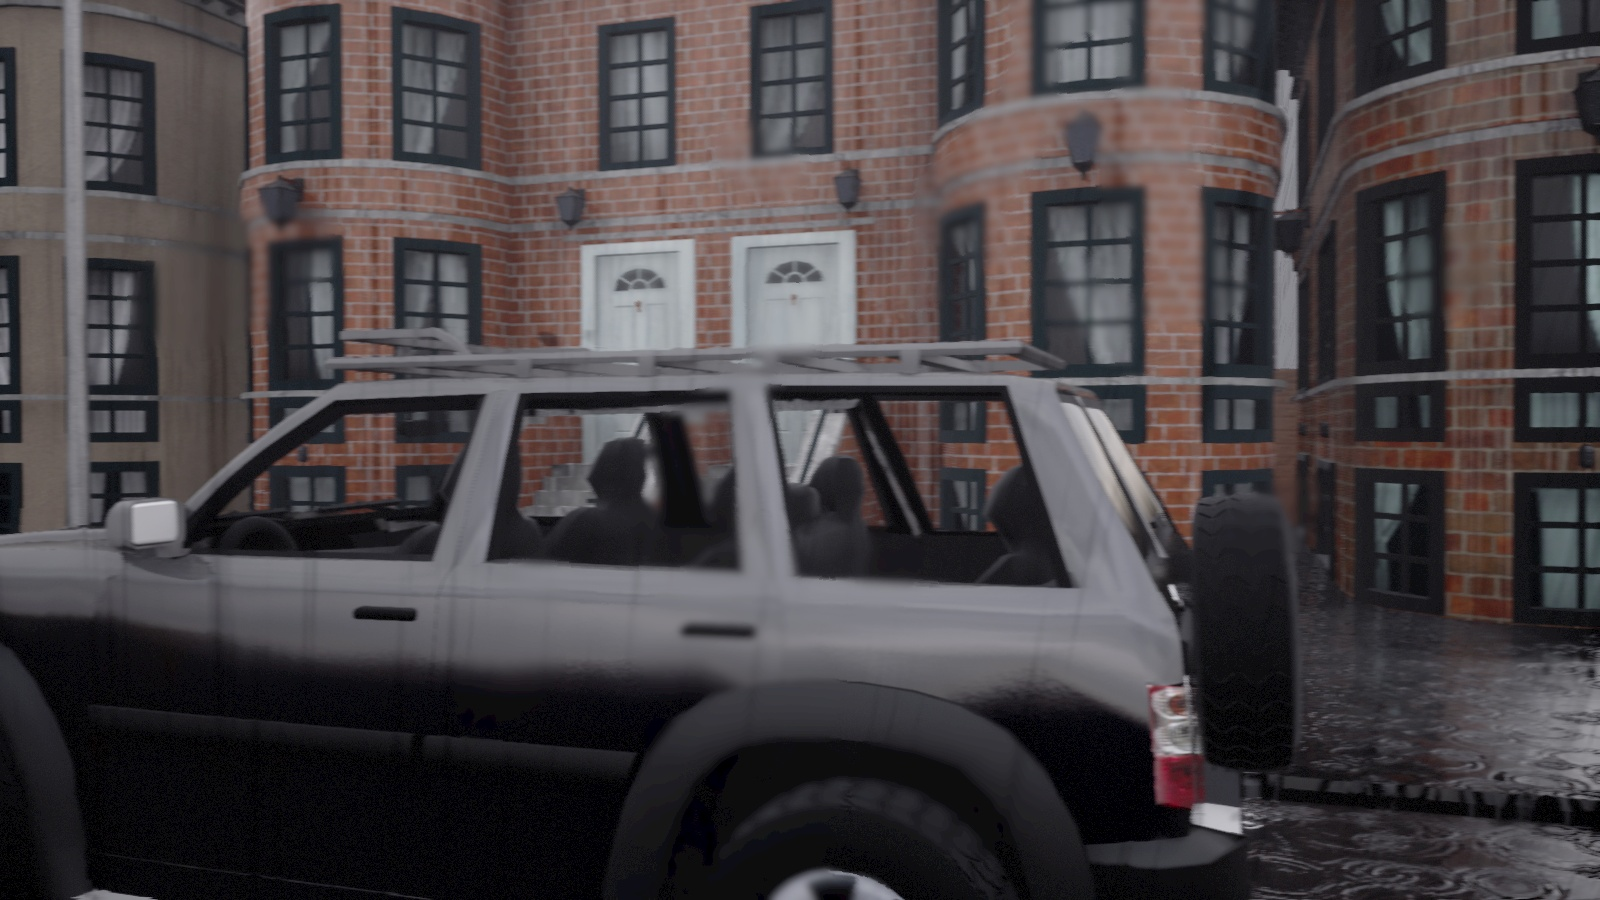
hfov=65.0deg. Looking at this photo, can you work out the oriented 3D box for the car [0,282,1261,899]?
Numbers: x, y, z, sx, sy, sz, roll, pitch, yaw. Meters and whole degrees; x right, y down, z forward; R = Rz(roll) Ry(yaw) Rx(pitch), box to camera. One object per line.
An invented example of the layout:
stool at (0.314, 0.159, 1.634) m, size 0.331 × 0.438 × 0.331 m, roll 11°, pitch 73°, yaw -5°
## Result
car at (-0.999, 0.575, 4.055) m, size 4.605 × 1.855 × 1.932 m, roll 1°, pitch 1°, yaw 19°
